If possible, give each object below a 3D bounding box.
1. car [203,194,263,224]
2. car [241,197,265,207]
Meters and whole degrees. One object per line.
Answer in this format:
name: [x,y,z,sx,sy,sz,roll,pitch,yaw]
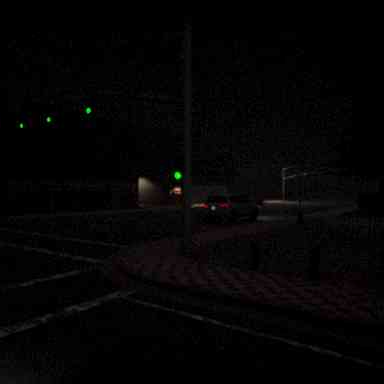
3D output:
car: [3.047,1.180,25.300,2.150,2.045,5.566,0,0,36]
car: [9.685,1.495,52.584,1.812,1.442,4.674,0,0,36]
